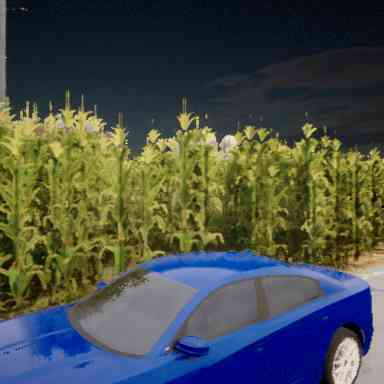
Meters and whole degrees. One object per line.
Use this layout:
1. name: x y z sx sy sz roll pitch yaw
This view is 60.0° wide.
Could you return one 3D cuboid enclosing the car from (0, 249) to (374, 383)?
1. car: 0.013 1.476 3.633 5.008 1.535 1.882 0 0 -36
